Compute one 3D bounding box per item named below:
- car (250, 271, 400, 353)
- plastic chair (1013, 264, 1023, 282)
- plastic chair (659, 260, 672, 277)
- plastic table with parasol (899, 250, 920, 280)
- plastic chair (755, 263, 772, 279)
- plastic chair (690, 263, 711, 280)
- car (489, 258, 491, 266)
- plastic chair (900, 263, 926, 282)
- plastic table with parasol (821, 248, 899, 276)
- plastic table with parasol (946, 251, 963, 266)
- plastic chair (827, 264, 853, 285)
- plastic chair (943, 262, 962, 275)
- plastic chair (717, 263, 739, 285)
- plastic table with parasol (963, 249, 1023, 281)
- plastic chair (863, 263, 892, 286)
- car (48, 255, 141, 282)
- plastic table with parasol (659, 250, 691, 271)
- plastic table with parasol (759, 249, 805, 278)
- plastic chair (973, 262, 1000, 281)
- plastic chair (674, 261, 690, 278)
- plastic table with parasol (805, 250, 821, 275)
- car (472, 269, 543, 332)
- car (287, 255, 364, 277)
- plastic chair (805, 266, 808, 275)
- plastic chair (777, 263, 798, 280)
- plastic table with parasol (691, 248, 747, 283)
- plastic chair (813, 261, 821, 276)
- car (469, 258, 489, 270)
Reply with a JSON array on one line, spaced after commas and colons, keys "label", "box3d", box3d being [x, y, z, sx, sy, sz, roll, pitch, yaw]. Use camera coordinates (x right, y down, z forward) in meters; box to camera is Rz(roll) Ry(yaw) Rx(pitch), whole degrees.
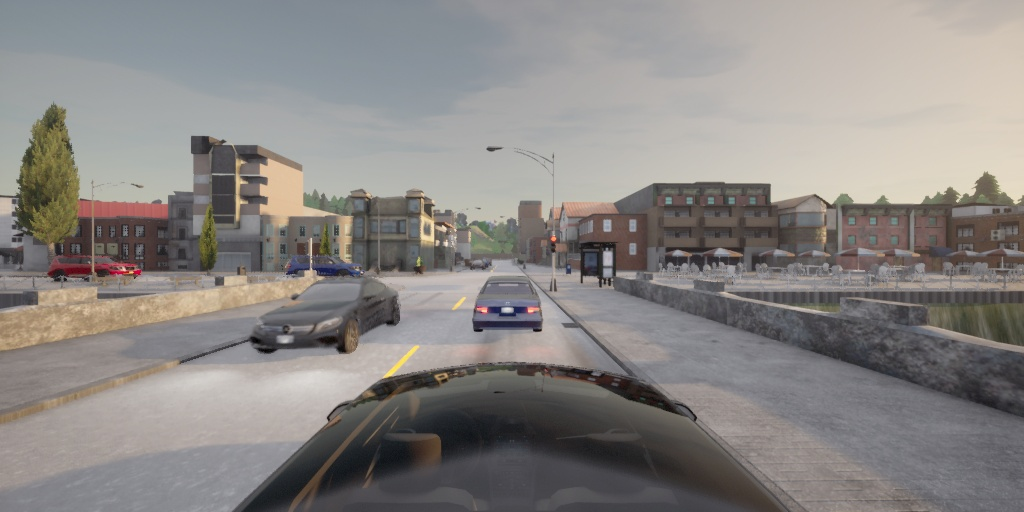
[{"label": "car", "box3d": [-4.199, 1.276, 8.942, 1.812, 1.442, 4.674, 0, 0, 0]}, {"label": "plastic chair", "box3d": [37.397, 1.279, 26.015, 0.750, 1.272, 0.730, 0, 0, -1]}, {"label": "plastic chair", "box3d": [14.180, 1.279, 33.460, 0.730, 1.272, 0.750, 0, 0, -1]}, {"label": "plastic table with parasol", "box3d": [30.073, 0.675, 28.183, 2.482, 2.480, 2.482, 0, 0, -1]}, {"label": "plastic chair", "box3d": [21.227, 1.279, 30.468, 0.730, 1.272, 0.750, 0, 0, -1]}, {"label": "plastic chair", "box3d": [13.500, 1.279, 25.649, 0.730, 1.272, 0.750, 0, 0, -1]}, {"label": "car", "box3d": [-5.033, 1.228, 61.671, 1.882, 1.535, 5.008, 0, 0, -1]}, {"label": "plastic chair", "box3d": [30.082, 1.279, 26.903, 0.750, 1.272, 0.730, 0, 0, -1]}, {"label": "plastic table with parasol", "box3d": [23.422, 0.675, 24.251, 2.482, 2.480, 2.482, 0, 0, -1]}, {"label": "plastic table with parasol", "box3d": [46.137, 0.675, 36.530, 2.482, 2.480, 2.482, 0, 0, -1]}, {"label": "plastic chair", "box3d": [22.222, 1.279, 24.282, 0.730, 1.272, 0.750, 0, 0, -1]}, {"label": "plastic chair", "box3d": [44.935, 1.279, 36.632, 0.730, 1.272, 0.750, 0, 0, -1]}, {"label": "plastic chair", "box3d": [14.621, 1.279, 24.266, 0.750, 1.272, 0.730, 0, 0, -1]}, {"label": "plastic table with parasol", "box3d": [37.367, 0.675, 27.325, 2.482, 2.480, 2.482, 0, 0, -1]}, {"label": "plastic chair", "box3d": [23.343, 1.279, 22.899, 0.750, 1.272, 0.730, 0, 0, -1]}, {"label": "car", "box3d": [-32.830, 0.973, 28.283, 5.566, 2.045, 2.150, 0, 0, -1]}, {"label": "plastic table with parasol", "box3d": [15.402, 0.675, 33.359, 2.482, 2.480, 2.482, 0, 0, -1]}, {"label": "plastic table with parasol", "box3d": [22.427, 0.675, 30.436, 2.482, 2.480, 2.482, 0, 0, -1]}, {"label": "plastic chair", "box3d": [36.238, 1.279, 27.395, 0.730, 1.272, 0.750, 0, 0, -1]}, {"label": "plastic chair", "box3d": [15.301, 1.279, 32.077, 0.750, 1.272, 0.730, 0, 0, -1]}, {"label": "plastic table with parasol", "box3d": [29.684, 0.675, 35.268, 2.482, 2.480, 2.482, 0, 0, -1]}, {"label": "car", "box3d": [-0.113, 1.297, 10.810, 2.033, 1.411, 5.357, 0, 0, 0]}, {"label": "car", "box3d": [-14.801, 0.971, 28.609, 5.566, 2.045, 2.150, 0, 0, -2]}, {"label": "plastic chair", "box3d": [28.254, 1.279, 35.276, 0.730, 1.272, 0.750, 0, 0, -1]}, {"label": "plastic chair", "box3d": [22.348, 1.279, 29.085, 0.750, 1.272, 0.730, 0, 0, -1]}, {"label": "plastic table with parasol", "box3d": [14.772, 0.675, 25.528, 2.482, 2.480, 2.482, 0, 0, -1]}, {"label": "plastic chair", "box3d": [29.375, 1.279, 33.893, 0.750, 1.272, 0.730, 0, 0, -1]}, {"label": "car", "box3d": [-4.912, 1.276, 52.433, 1.812, 1.442, 4.674, 0, 0, 1]}]
